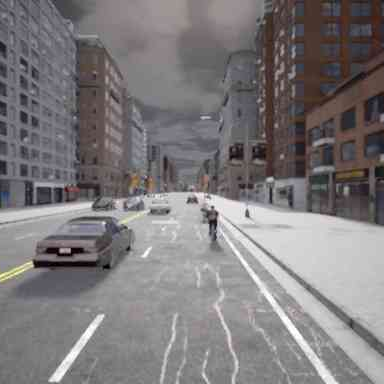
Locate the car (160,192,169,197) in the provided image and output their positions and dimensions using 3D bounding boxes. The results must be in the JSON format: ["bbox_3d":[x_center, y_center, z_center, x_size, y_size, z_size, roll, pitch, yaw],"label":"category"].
[{"bbox_3d":[-6.501,0.597,78.650,2.097,1.767,4.553,0,0,0],"label":"car"}]

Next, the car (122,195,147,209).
[{"bbox_3d":[-6.576,1.309,37.604,2.128,1.511,4.902,0,0,0],"label":"car"}]

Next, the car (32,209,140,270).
[{"bbox_3d":[-3.152,1.494,10.782,2.033,1.411,5.357,0,0,0],"label":"car"}]

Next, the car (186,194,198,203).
[{"bbox_3d":[0.076,1.245,58.274,1.812,1.442,4.674,0,0,0],"label":"car"}]

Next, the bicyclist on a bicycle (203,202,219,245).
[{"bbox_3d":[0.893,1.383,14.095,0.582,1.620,1.656,0,0,0],"label":"bicyclist on a bicycle"}]

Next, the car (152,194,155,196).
[{"bbox_3d":[-9.751,0.794,78.621,1.994,1.385,4.181,0,0,0],"label":"car"}]

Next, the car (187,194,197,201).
[{"bbox_3d":[0.000,1.186,74.329,2.033,1.411,5.357,0,0,0],"label":"car"}]

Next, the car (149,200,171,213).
[{"bbox_3d":[-3.150,1.435,33.992,1.895,1.301,4.718,0,0,0],"label":"car"}]

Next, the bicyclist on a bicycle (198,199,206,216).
[{"bbox_3d":[0.908,1.315,24.686,0.866,1.612,1.509,0,0,0],"label":"bicyclist on a bicycle"}]

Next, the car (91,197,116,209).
[{"bbox_3d":[-9.830,1.324,37.321,1.837,1.490,4.892,0,0,0],"label":"car"}]
